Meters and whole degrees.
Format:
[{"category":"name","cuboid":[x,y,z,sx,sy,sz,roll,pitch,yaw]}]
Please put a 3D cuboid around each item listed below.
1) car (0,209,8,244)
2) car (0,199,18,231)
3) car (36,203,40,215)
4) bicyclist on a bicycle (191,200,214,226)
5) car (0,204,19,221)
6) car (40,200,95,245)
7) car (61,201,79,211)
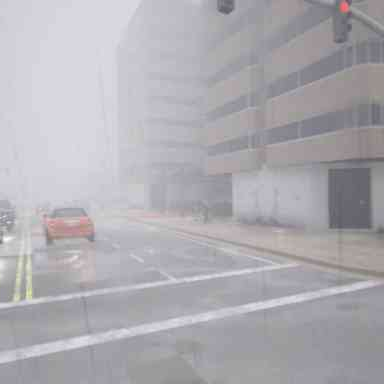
[{"category":"car","cuboid":[-9.009,1.698,13.897,1.812,1.442,4.674,-1,0,-26]},{"category":"car","cuboid":[-13.144,1.476,22.325,2.150,2.045,5.566,-1,0,-26]},{"category":"car","cuboid":[-17.703,1.909,40.033,2.033,1.411,5.357,-1,0,-26]},{"category":"bicyclist on a bicycle","cuboid":[0.688,1.329,21.338,1.656,1.620,0.582,-1,0,-26]},{"category":"car","cuboid":[-17.523,1.906,31.311,1.994,1.385,4.181,-1,0,-26]},{"category":"car","cuboid":[-6.324,1.486,16.790,2.097,1.767,4.553,-1,0,-26]},{"category":"car","cuboid":[-17.320,1.969,47.163,1.895,1.301,4.718,-1,0,-26]}]
